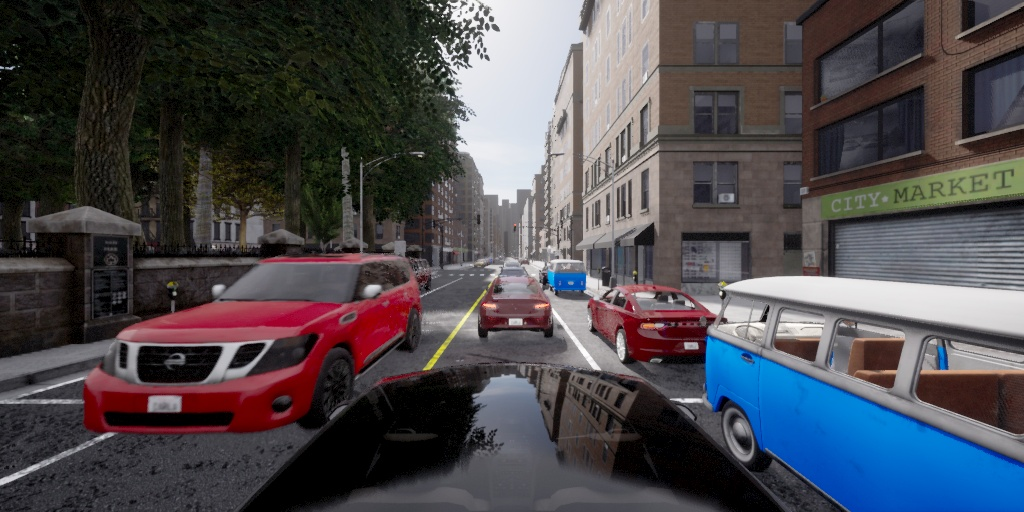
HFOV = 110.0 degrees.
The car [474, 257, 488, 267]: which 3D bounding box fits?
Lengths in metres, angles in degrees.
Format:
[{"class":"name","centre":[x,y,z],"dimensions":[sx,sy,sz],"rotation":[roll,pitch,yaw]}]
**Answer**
[{"class":"car","centre":[-5.663,1.230,62.737],"dimensions":[1.751,1.417,4.829],"rotation":[0,0,0]}]

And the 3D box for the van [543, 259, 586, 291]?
[{"class":"van","centre":[2.858,1.086,19.258],"dimensions":[1.690,1.789,3.998],"rotation":[0,0,0]}]

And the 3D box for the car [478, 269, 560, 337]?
[{"class":"car","centre":[0.096,1.275,10.138],"dimensions":[1.812,1.442,4.674],"rotation":[0,0,0]}]

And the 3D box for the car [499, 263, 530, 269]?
[{"class":"car","centre":[0.098,1.292,19.716],"dimensions":[2.033,1.411,5.357],"rotation":[0,0,1]}]

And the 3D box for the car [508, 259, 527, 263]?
[{"class":"car","centre":[0.006,1.243,29.461],"dimensions":[1.837,1.490,4.892],"rotation":[0,0,0]}]

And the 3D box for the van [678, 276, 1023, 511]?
[{"class":"van","centre":[2.857,1.091,2.275],"dimensions":[1.690,1.789,3.998],"rotation":[0,0,0]}]

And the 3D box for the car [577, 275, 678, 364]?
[{"class":"car","centre":[2.857,1.294,7.936],"dimensions":[1.888,1.381,4.507],"rotation":[0,0,0]}]

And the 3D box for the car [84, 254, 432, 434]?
[{"class":"car","centre":[-3.100,0.971,5.964],"dimensions":[2.150,2.045,5.566],"rotation":[0,0,0]}]
